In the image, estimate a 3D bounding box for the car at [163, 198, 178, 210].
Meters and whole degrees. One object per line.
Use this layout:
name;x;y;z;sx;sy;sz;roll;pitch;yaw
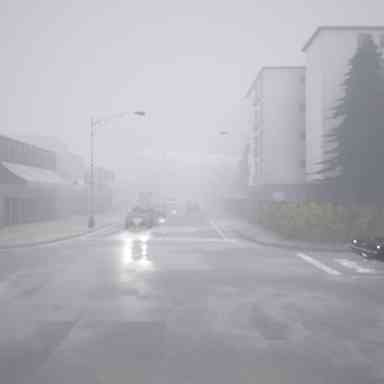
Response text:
car;-3.533;1.917;54.293;2.150;2.045;5.566;0;-1;0

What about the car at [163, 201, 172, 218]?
car;-3.608;2.003;35.812;2.033;1.411;5.357;0;-1;0

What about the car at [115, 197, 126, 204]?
car;-18.960;2.628;89.609;2.007;1.523;4.514;0;-1;0

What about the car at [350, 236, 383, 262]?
car;8.335;1.930;11.953;4.718;1.301;1.895;0;-1;-3

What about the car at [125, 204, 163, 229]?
car;-3.609;1.801;24.276;2.128;1.511;4.902;0;-1;0

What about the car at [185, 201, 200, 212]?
car;0.077;2.099;47.753;2.128;1.511;4.902;0;-1;0
